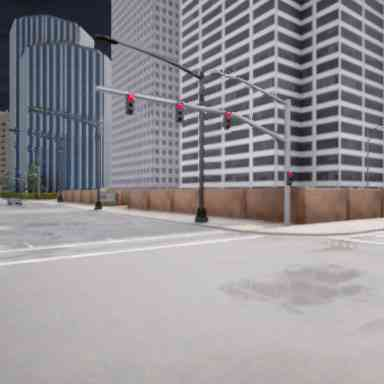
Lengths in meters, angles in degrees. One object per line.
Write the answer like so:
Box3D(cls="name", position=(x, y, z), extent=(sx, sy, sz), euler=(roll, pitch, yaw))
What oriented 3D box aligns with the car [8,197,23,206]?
Box3D(cls="car", position=(-29.315, 1.559, 55.128), extent=(2.033, 1.411, 5.357), euler=(0, 0, -34))
